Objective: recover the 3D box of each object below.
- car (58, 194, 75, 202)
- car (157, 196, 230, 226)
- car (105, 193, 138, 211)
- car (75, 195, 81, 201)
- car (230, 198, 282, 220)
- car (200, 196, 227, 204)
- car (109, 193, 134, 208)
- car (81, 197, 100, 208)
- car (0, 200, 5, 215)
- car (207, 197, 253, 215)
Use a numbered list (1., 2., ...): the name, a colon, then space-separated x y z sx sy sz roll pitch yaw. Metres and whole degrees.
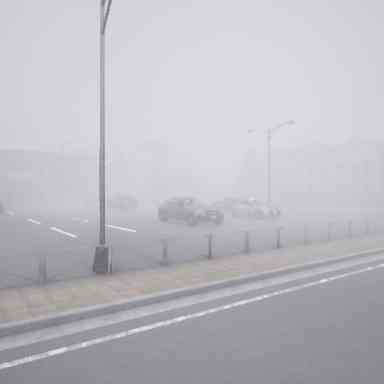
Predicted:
1. car: -28.976 1.491 73.382 4.611 1.667 2.242 0 0 -36
2. car: -0.238 1.166 21.098 2.152 1.636 5.027 0 0 -36
3. car: -7.780 1.109 37.072 1.932 1.855 4.605 0 0 -36
4. car: -28.733 1.324 80.510 3.866 1.878 1.905 0 0 -36
5. car: 4.798 1.244 25.089 1.970 1.475 3.806 0 0 -36
6. car: 3.795 1.423 59.455 2.033 1.411 5.357 0 0 -35
7. car: -9.674 1.089 45.386 1.905 1.878 3.866 0 0 -36
8. car: -12.735 1.373 43.953 1.970 1.475 3.806 0 0 -36
9. car: -18.333 1.310 30.417 2.007 1.523 4.514 0 0 -36
10. car: 3.685 1.310 32.954 2.007 1.523 4.514 0 0 -36
